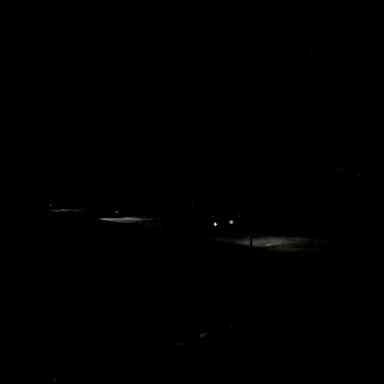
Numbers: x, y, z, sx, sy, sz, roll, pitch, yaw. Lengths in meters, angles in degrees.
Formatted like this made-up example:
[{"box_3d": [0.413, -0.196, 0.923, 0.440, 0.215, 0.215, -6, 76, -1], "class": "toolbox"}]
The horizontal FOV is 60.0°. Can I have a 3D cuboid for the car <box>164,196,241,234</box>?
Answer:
[{"box_3d": [0.442, 1.243, 19.860, 2.150, 2.045, 5.566, 0, 0, -37], "class": "car"}]

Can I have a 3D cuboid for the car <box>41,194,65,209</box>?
[{"box_3d": [-19.754, 1.355, 47.199, 2.150, 2.045, 5.566, 0, 0, -37], "class": "car"}]

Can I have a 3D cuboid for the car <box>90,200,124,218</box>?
[{"box_3d": [-8.124, 1.550, 31.391, 1.837, 1.490, 4.892, 0, 0, -37], "class": "car"}]
